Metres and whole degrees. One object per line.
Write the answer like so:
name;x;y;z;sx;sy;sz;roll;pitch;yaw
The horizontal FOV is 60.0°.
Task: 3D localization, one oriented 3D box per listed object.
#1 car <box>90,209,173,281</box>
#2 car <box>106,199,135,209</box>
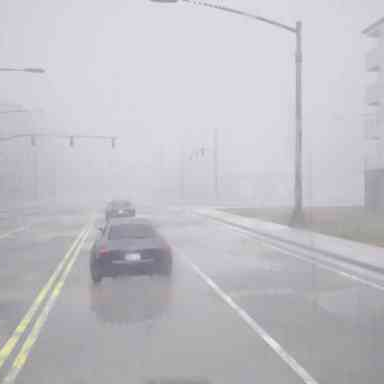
car;-1.778;1.409;9.493;1.994;1.385;4.181;0;1;-13
car;-4.999;1.190;23.180;1.994;1.385;4.181;0;1;-13
